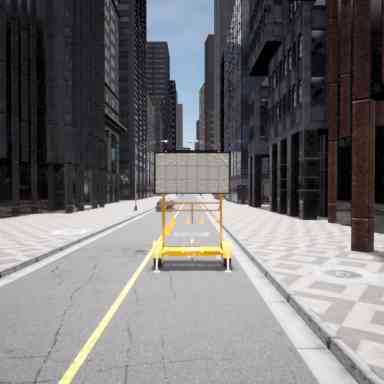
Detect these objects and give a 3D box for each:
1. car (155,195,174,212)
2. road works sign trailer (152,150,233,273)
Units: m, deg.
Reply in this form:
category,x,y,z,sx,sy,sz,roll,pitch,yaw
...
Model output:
category,x,y,z,sx,sy,sz,roll,pitch,yaw
car,-3.144,1.488,38.351,2.128,1.511,4.902,0,0,0
road works sign trailer,0.009,0.462,10.671,2.380,3.560,2.880,0,0,0
